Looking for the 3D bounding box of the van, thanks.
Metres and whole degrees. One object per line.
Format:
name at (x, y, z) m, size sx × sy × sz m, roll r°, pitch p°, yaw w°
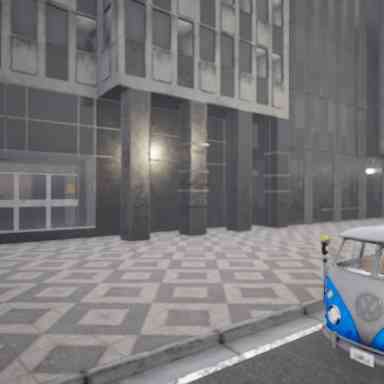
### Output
van at (3.637, 1.350, 4.987) m, size 3.998 × 1.788 × 1.690 m, roll 0°, pitch 0°, yaw -35°
